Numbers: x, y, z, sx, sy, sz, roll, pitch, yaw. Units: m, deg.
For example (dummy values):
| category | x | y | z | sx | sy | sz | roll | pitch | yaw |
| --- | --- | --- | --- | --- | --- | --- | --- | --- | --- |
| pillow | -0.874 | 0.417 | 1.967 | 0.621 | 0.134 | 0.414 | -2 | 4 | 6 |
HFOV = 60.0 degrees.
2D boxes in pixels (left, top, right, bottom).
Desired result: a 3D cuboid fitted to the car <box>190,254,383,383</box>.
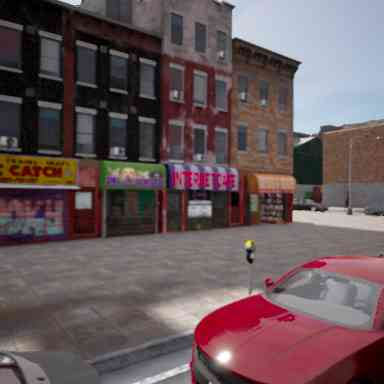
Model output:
| category | x | y | z | sx | sy | sz | roll | pitch | yaw |
| --- | --- | --- | --- | --- | --- | --- | --- | --- | --- |
| car | 2.055 | 1.563 | 4.268 | 4.507 | 1.381 | 1.887 | 0 | 0 | -35 |

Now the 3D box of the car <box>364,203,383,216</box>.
| category | x | y | z | sx | sy | sz | roll | pitch | yaw |
| --- | --- | --- | --- | --- | --- | --- | --- | --- | --- |
| car | 18.011 | 1.635 | 30.259 | 1.994 | 1.385 | 4.181 | 1 | 0 | -36 |

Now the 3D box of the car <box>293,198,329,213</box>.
| category | x | y | z | sx | sy | sz | roll | pitch | yaw |
| --- | --- | --- | --- | --- | --- | --- | --- | --- | --- |
| car | 12.897 | 1.513 | 37.361 | 1.837 | 1.490 | 4.892 | 1 | 0 | -36 |

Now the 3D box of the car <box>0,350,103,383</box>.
| category | x | y | z | sx | sy | sz | roll | pitch | yaw |
| --- | --- | --- | --- | --- | --- | --- | --- | --- | --- |
| car | -2.419 | 1.544 | 1.080 | 4.403 | 1.369 | 2.008 | 0 | 0 | -35 |
